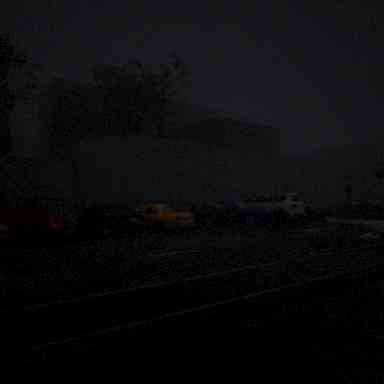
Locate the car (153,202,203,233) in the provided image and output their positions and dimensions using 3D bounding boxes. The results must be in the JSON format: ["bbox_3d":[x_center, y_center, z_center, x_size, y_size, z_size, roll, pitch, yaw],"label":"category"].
[{"bbox_3d":[-2.301,1.344,18.785,5.366,1.575,1.946,0,0,35],"label":"car"}]

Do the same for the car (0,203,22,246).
[{"bbox_3d":[-9.352,1.348,13.482,5.366,1.575,1.946,0,-1,35],"label":"car"}]

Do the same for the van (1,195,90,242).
[{"bbox_3d":[-6.956,1.123,15.219,4.442,1.987,1.878,0,-1,35],"label":"van"}]

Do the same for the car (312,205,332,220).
[{"bbox_3d":[7.657,1.357,25.480,4.892,1.521,2.231,0,-1,35],"label":"car"}]

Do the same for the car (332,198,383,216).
[{"bbox_3d":[15.015,1.427,30.558,4.674,1.452,2.002,0,0,35],"label":"car"}]

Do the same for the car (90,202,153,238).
[{"bbox_3d":[-4.626,1.377,16.995,4.792,1.488,2.163,0,0,35],"label":"car"}]

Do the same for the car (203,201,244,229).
[{"bbox_3d":[0.307,1.347,20.371,4.892,1.521,2.231,0,0,35],"label":"car"}]

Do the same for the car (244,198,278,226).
[{"bbox_3d":[2.755,1.347,22.081,5.008,1.535,2.097,0,-1,35],"label":"car"}]

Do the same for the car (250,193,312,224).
[{"bbox_3d":[5.180,1.098,23.786,5.566,2.045,2.435,0,0,35],"label":"car"}]
